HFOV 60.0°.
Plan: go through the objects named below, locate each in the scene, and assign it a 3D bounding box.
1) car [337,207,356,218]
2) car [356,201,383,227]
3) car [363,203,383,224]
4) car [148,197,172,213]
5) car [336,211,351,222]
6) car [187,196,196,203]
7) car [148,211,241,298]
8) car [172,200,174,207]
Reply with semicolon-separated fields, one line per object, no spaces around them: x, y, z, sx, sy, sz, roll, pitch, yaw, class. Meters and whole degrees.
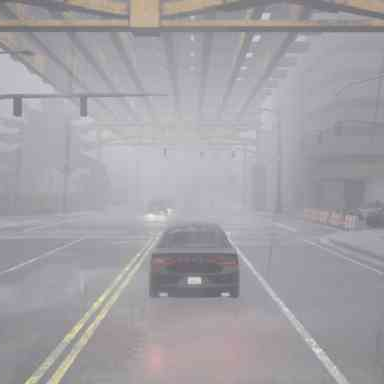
13.581;1.295;25.032;4.536;1.218;1.853;0;0;25;car
13.217;1.453;20.894;4.974;1.542;2.038;0;0;-20;car
13.265;1.295;20.912;4.536;1.218;1.853;0;0;-20;car
-3.679;1.493;36.495;2.128;1.511;4.902;0;0;0;car
13.534;1.453;25.053;4.974;1.542;2.038;0;0;25;car
-0.047;1.491;66.397;2.128;1.511;4.902;0;0;0;car
0.054;1.478;8.590;1.882;1.535;5.008;0;0;0;car
-3.688;1.492;48.260;2.128;1.511;4.902;0;0;0;car
